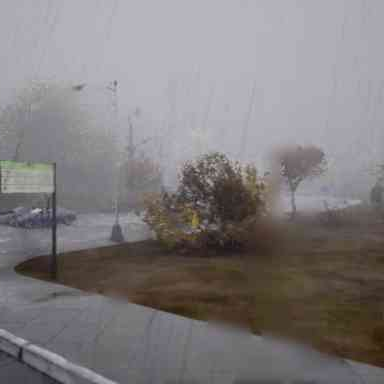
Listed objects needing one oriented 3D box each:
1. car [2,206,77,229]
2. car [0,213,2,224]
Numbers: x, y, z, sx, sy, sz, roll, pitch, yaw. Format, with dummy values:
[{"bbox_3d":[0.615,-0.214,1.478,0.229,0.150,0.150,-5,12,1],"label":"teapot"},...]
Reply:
[{"bbox_3d":[-10.634,1.760,23.990,1.812,1.442,4.674,-1,0,39],"label":"car"},{"bbox_3d":[-13.306,1.833,26.261,1.994,1.385,4.181,-1,0,39],"label":"car"}]
